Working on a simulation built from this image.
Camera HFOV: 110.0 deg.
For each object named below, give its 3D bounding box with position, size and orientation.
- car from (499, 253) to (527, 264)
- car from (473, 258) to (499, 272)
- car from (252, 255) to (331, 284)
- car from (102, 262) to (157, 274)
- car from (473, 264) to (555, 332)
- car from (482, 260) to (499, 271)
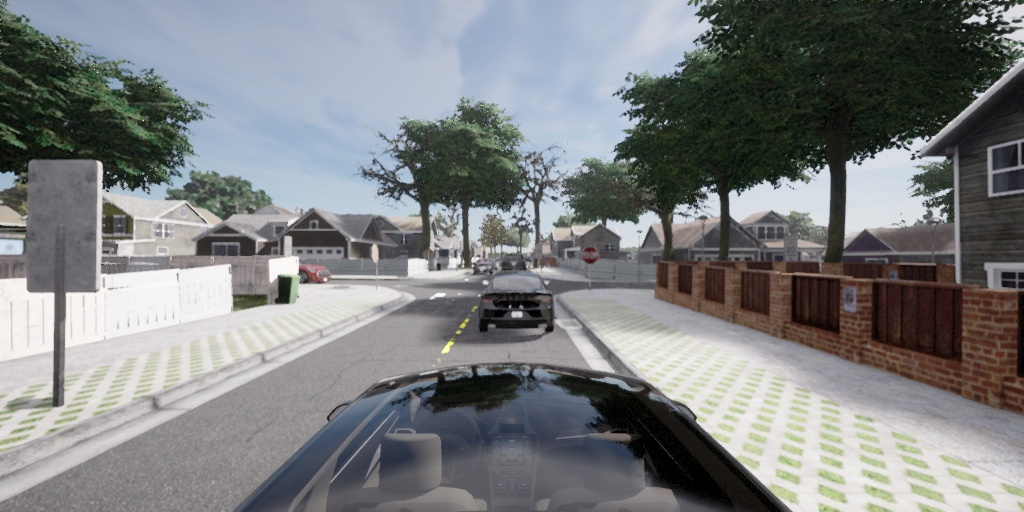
[{"bbox_3d":[0.165,0.776,33.012,2.150,2.045,5.566,0,0,0],"label":"car"},{"bbox_3d":[-2.770,1.038,35.913,2.128,1.511,4.902,0,0,0],"label":"car"},{"bbox_3d":[-13.018,0.753,20.808,4.553,1.767,2.097,1,-1,2],"label":"car"},{"bbox_3d":[-23.153,0.767,20.782,4.892,1.490,1.837,1,-1,-1],"label":"car"},{"bbox_3d":[0.119,1.155,10.588,1.882,1.535,5.008,0,0,0],"label":"car"},{"bbox_3d":[-2.736,1.136,46.180,1.895,1.301,4.718,0,0,1],"label":"car"}]
